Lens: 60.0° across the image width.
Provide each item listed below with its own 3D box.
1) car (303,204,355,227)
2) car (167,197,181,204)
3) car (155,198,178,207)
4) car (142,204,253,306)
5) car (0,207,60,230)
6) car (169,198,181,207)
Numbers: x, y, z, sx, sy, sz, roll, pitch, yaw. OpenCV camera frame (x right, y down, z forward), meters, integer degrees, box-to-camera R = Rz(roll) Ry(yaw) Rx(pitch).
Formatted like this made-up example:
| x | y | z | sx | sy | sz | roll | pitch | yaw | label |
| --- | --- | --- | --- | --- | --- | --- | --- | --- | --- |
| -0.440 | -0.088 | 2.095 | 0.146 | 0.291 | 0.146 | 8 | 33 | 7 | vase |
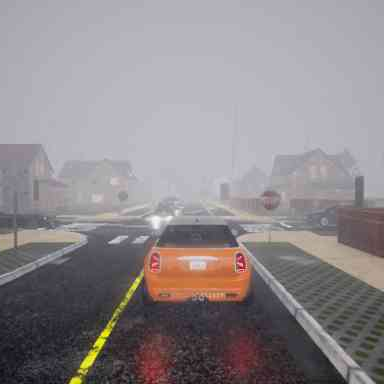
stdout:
| x | y | z | sx | sy | sz | roll | pitch | yaw | label |
| --- | --- | --- | --- | --- | --- | --- | --- | --- | --- |
| 10.265 | 1.579 | 23.101 | 4.892 | 1.490 | 1.837 | 0 | 0 | -2 | car |
| -2.818 | 1.444 | 45.054 | 2.097 | 1.767 | 4.553 | 0 | 0 | 0 | car |
| -2.831 | 1.651 | 35.139 | 1.895 | 1.301 | 4.718 | 0 | 0 | 0 | car |
| 0.105 | 1.352 | 8.162 | 2.097 | 1.767 | 4.553 | 0 | 0 | 0 | car |
| -10.533 | 1.573 | 19.997 | 4.718 | 1.301 | 1.895 | 0 | 0 | 4 | car |
| -2.808 | 1.672 | 55.917 | 1.812 | 1.442 | 4.674 | 0 | 0 | 0 | car |
